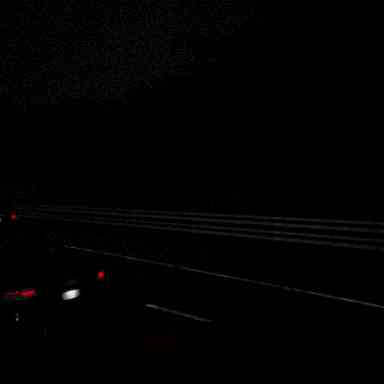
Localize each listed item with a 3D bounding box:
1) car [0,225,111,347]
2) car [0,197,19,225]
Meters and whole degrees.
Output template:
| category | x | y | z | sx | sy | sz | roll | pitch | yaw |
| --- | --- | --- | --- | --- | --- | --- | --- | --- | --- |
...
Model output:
| category | x | y | z | sx | sy | sz | roll | pitch | yaw |
| --- | --- | --- | --- | --- | --- | --- | --- | --- | --- |
| car | -3.524 | 1.584 | 6.385 | 4.181 | 1.385 | 1.994 | 0 | 0 | 36 |
| car | -10.308 | 1.244 | 15.574 | 5.566 | 2.045 | 2.150 | 1 | 0 | 36 |
